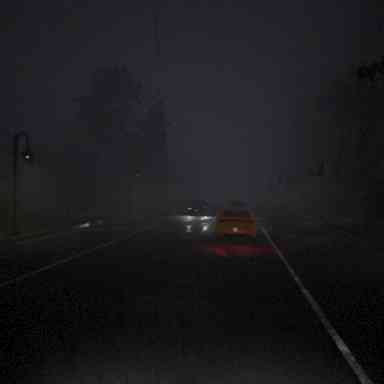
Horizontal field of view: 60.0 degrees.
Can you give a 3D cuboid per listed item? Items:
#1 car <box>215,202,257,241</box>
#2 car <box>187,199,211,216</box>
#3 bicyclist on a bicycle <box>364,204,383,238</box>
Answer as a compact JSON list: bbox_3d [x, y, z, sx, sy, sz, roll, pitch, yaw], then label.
[{"bbox_3d":[2.209,1.481,16.752,1.882,1.535,5.008,1,0,8],"label":"car"},{"bbox_3d":[0.752,1.475,32.558,1.837,1.490,4.892,1,-1,8],"label":"car"},{"bbox_3d":[8.881,1.382,15.472,1.656,1.620,0.582,0,0,8],"label":"bicyclist on a bicycle"}]
